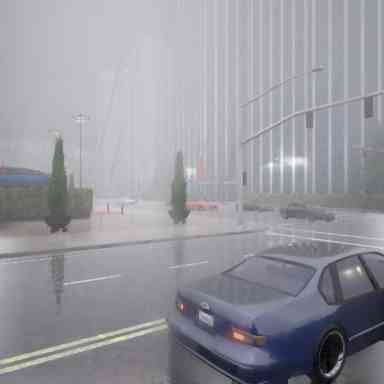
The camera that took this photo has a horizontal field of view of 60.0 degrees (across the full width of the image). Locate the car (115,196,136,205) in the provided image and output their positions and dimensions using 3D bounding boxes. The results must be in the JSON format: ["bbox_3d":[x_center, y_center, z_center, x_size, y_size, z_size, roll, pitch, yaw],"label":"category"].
[{"bbox_3d":[-12.452,1.523,62.107,1.882,1.535,5.008,0,0,-36],"label":"car"}]

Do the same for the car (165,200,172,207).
[{"bbox_3d":[-2.167,1.563,47.754,1.994,1.385,4.181,0,0,-36],"label":"car"}]

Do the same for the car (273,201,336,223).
[{"bbox_3d":[8.711,1.506,25.431,1.837,1.490,4.892,1,-1,-24],"label":"car"}]

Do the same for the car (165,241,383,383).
[{"bbox_3d":[2.224,1.547,5.389,5.357,1.411,2.033,0,0,-35],"label":"car"}]

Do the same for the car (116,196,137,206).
[{"bbox_3d":[-10.597,1.525,53.468,1.812,1.442,4.674,0,0,-36],"label":"car"}]

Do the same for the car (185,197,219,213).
[{"bbox_3d":[0.982,1.351,37.439,2.097,1.767,4.553,0,0,-36],"label":"car"}]

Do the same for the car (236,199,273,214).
[{"bbox_3d":[6.656,1.525,35.579,1.812,1.442,4.674,0,0,-36],"label":"car"}]
